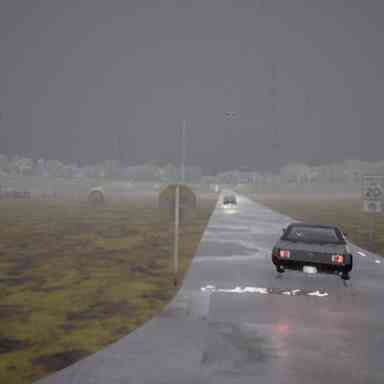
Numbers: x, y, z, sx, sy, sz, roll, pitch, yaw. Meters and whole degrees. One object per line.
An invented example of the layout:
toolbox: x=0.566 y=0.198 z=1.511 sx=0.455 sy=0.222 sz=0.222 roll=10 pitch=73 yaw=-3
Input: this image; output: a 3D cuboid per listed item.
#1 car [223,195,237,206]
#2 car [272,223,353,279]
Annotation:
car: x=5.403 y=1.134 z=47.454 sx=2.033 sy=1.411 sz=5.357 roll=1 pitch=1 yaw=5
car: x=3.736 y=1.600 z=10.188 sx=1.895 sy=1.301 sz=4.718 roll=1 pitch=1 yaw=22
